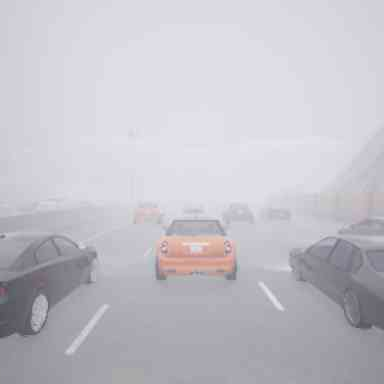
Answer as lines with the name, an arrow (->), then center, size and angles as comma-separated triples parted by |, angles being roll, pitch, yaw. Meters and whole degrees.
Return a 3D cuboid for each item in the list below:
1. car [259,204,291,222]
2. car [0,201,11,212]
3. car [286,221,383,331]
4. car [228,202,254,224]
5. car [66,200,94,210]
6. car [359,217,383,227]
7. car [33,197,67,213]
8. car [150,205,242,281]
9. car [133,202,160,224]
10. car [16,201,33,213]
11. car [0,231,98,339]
car -> 7.113, 1.738, 28.882 | 1.882, 1.535, 5.008 | 0, -1, 0
car -> -24.530, 1.901, 41.614 | 1.812, 1.442, 4.674 | 0, 0, 1
car -> 3.604, 1.611, 6.993 | 2.033, 1.411, 5.357 | 0, -1, 0
car -> 3.611, 1.596, 27.014 | 2.097, 1.767, 4.553 | 0, -1, 0
car -> -14.028, 1.890, 42.786 | 1.837, 1.490, 4.892 | 0, 0, 1
car -> 7.106, 1.638, 12.379 | 1.812, 1.442, 4.674 | 0, -1, 0
car -> -17.555, 1.603, 42.316 | 2.150, 2.045, 5.566 | 0, -1, 0
car -> 0.105, 1.446, 10.292 | 2.097, 1.767, 4.553 | 0, -1, 0
car -> -3.389, 1.596, 27.027 | 2.097, 1.767, 4.553 | 0, -1, 0
car -> -21.003, 1.899, 43.491 | 1.837, 1.490, 4.892 | 0, -1, 1
car -> -3.397, 1.540, 6.802 | 1.882, 1.535, 5.008 | 0, -1, 0
